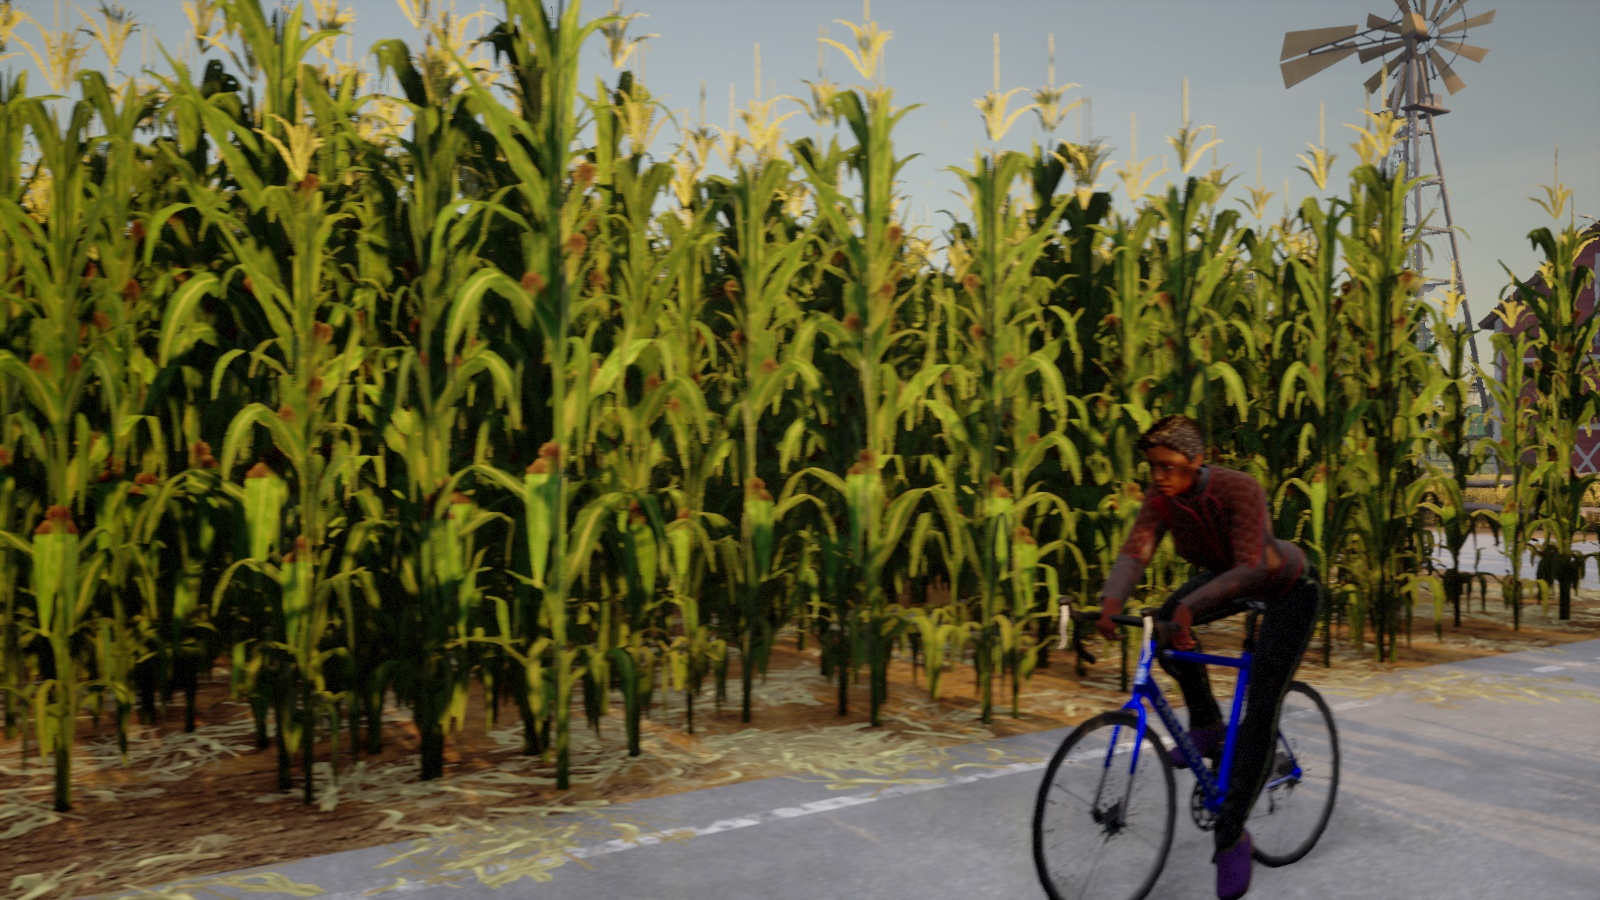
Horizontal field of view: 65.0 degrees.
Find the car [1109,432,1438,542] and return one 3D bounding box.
[{"bbox_3d":[7.862,0.558,21.408,2.152,1.651,5.027,0,0,-30],"label":"car"}]

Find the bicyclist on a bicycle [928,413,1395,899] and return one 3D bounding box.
[{"bbox_3d":[1.251,0.705,4.191,1.656,1.620,0.582,0,0,-35],"label":"bicyclist on a bicycle"}]
